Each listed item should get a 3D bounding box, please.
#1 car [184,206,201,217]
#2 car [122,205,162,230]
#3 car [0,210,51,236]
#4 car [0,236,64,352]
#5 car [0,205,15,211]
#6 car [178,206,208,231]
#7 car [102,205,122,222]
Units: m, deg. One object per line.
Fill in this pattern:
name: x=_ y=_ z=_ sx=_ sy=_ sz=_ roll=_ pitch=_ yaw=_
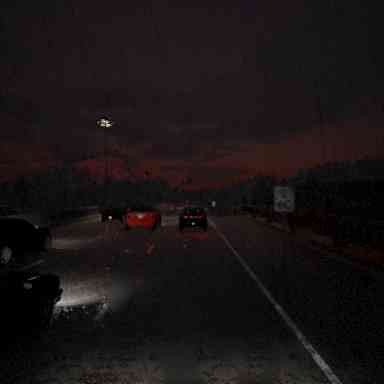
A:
car: x=0.076 y=2.376 z=40.846 sx=1.895 sy=1.301 sz=4.718 roll=0 pitch=-3 yaw=0
car: x=-3.415 y=1.700 z=24.196 sx=2.097 sy=1.767 sz=4.553 roll=0 pitch=-1 yaw=0
car: x=-6.909 y=1.654 z=12.126 sx=1.882 sy=1.535 sz=5.008 roll=0 pitch=-1 yaw=0
car: x=-3.403 y=1.607 z=3.977 sx=2.033 sy=1.411 sz=5.357 roll=0 pitch=-1 yaw=0
car: x=-17.613 y=1.934 z=29.801 sx=1.837 sy=1.490 sz=4.892 roll=0 pitch=-1 yaw=0
car: x=0.087 y=1.826 z=23.347 sx=2.128 sy=1.511 sz=4.902 roll=0 pitch=-1 yaw=0
car: x=-6.919 y=1.945 z=30.572 sx=1.837 sy=1.490 sz=4.892 roll=0 pitch=-1 yaw=0
